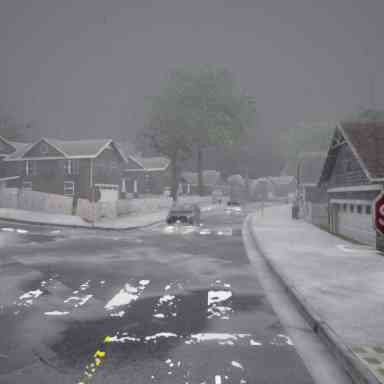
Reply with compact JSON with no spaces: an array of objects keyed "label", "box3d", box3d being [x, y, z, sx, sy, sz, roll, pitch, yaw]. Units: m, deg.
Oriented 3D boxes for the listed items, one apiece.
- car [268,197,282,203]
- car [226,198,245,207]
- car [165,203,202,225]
[{"label":"car","box3d":[18.511,1.754,73.753,2.033,1.411,5.357,-1,-1,32]},{"label":"car","box3d":[6.474,1.559,49.221,1.895,1.301,4.718,0,0,20]},{"label":"car","box3d":[-0.441,1.538,24.130,2.033,1.411,5.357,0,0,10]}]
